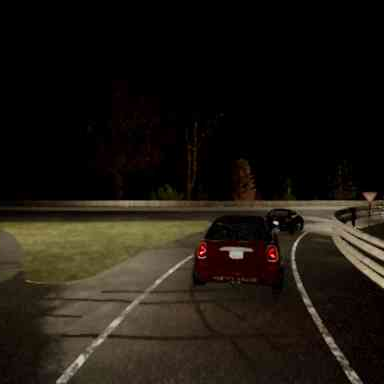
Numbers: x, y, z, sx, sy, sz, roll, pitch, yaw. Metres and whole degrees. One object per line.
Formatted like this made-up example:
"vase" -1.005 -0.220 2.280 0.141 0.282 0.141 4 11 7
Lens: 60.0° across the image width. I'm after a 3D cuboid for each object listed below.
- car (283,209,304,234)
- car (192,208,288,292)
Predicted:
"car" 5.584 1.703 20.383 1.994 1.385 4.181 0 0 27
"car" 1.416 1.413 9.474 2.097 1.767 4.553 0 0 12
